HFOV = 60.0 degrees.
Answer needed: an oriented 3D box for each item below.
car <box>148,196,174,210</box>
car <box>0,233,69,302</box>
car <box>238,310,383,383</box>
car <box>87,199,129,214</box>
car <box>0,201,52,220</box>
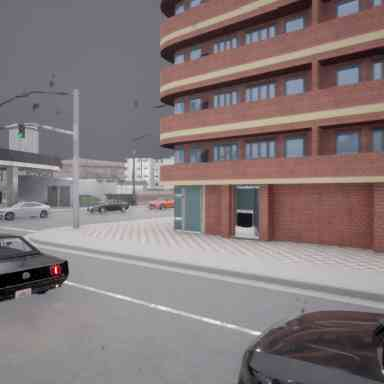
[{"bbox_3d":[-3.679,1.389,43.190,2.097,1.767,4.553,0,0,35],"label":"car"},{"bbox_3d":[-4.939,1.599,7.503,4.718,1.301,1.895,0,0,36],"label":"car"},{"bbox_3d":[2.641,1.514,2.111,4.892,1.490,1.837,0,0,35],"label":"car"},{"bbox_3d":[-8.915,1.509,35.602,2.128,1.511,4.902,0,0,35],"label":"car"},{"bbox_3d":[-14.142,1.523,27.958,1.812,1.442,4.674,0,0,34],"label":"car"}]
